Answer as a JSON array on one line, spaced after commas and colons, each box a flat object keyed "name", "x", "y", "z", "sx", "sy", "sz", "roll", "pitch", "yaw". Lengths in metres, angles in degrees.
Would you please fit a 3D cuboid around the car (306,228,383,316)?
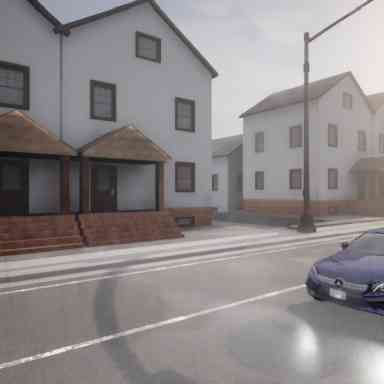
[{"name": "car", "x": 4.440, "y": 1.524, "z": 7.173, "sx": 4.674, "sy": 1.442, "sz": 1.812, "roll": 0, "pitch": 0, "yaw": -36}]
